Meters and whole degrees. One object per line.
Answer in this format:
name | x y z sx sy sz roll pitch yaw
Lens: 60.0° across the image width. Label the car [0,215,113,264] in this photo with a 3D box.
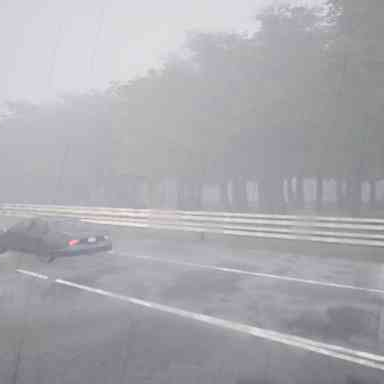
car | -5.183 1.551 11.894 5.357 1.411 2.033 0 0 35
